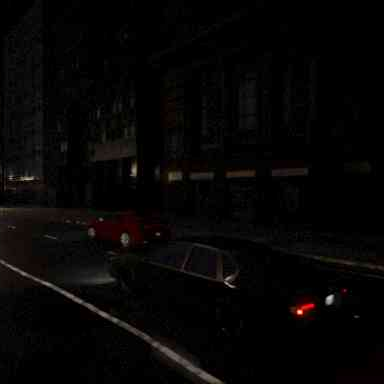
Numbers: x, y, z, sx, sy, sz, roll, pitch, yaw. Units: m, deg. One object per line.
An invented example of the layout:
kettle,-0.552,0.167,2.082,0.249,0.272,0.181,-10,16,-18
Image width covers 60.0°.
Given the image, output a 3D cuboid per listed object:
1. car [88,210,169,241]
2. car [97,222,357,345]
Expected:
car,-3.076,1.597,15.549,1.882,1.535,5.008,0,0,-43
car,0.335,1.628,6.791,2.033,1.411,5.357,1,0,-43
